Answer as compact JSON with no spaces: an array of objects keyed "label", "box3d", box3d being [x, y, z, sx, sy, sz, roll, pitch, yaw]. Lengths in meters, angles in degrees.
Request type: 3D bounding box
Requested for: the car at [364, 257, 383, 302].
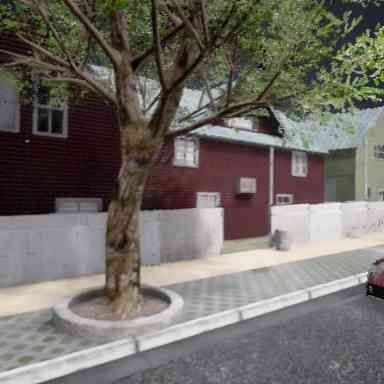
[{"label":"car","box3d":[5.467,1.561,6.969,4.181,1.385,1.994,0,0,-35]}]
